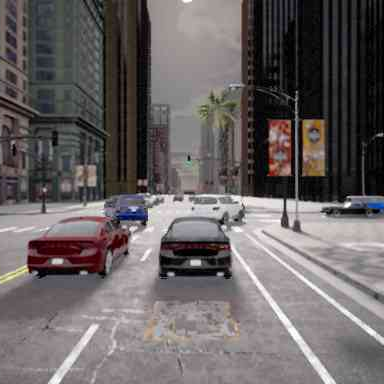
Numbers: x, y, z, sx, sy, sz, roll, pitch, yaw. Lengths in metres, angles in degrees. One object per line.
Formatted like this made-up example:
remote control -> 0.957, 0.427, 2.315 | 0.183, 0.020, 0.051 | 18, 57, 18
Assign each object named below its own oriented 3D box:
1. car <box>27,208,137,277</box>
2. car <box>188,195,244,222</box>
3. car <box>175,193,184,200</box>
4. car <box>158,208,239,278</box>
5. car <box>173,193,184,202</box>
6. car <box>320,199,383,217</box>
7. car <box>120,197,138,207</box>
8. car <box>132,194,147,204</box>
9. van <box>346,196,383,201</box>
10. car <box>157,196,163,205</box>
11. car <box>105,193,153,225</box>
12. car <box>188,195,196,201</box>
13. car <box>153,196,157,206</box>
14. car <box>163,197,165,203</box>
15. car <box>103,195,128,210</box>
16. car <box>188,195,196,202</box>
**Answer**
car -> -3.152, 1.473, 10.265 | 1.882, 1.535, 5.008 | 0, 0, 0
car -> 1.880, 1.214, 23.345 | 2.150, 2.045, 5.566 | -1, 0, 26
car -> -3.251, 1.158, 85.052 | 2.097, 1.767, 4.553 | 0, 0, 0
car -> 0.091, 1.473, 10.157 | 1.882, 1.535, 5.008 | 0, 0, 0
car -> -3.251, 1.465, 74.662 | 1.837, 1.490, 4.892 | 0, 0, 0
car -> 14.245, 1.571, 30.146 | 4.718, 1.301, 1.895 | 0, 0, 0
car -> -9.831, 1.506, 52.092 | 1.812, 1.442, 4.674 | 0, 0, 0
car -> -9.751, 1.329, 62.306 | 2.097, 1.767, 4.553 | 0, 0, 0
van -> 17.066, 1.301, 32.808 | 3.998, 1.788, 1.690 | 0, 0, 0
car -> -6.561, 1.471, 55.645 | 2.128, 1.511, 4.902 | 0, 0, 1
car -> -4.695, 1.214, 23.364 | 2.150, 2.045, 5.566 | 1, 0, -22
car -> -0.001, 1.448, 86.388 | 1.882, 1.535, 5.008 | 0, 0, 0
car -> -6.592, 1.204, 45.601 | 2.150, 2.045, 5.566 | 0, 0, 0
car -> -6.502, 1.468, 65.768 | 2.128, 1.511, 4.902 | 0, 0, 0
car -> -9.874, 1.336, 43.398 | 2.097, 1.767, 4.553 | 0, 0, 1
car -> -0.001, 1.473, 76.255 | 1.837, 1.490, 4.892 | 0, 0, 0
